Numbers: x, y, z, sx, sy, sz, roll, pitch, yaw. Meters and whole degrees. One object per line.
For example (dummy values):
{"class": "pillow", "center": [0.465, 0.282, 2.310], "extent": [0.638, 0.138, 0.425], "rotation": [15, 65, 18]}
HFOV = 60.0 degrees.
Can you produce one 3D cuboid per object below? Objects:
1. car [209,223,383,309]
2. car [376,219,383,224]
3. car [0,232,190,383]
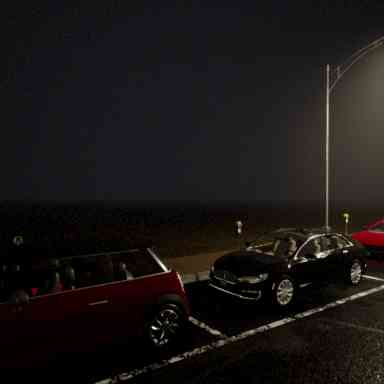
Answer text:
{"class": "car", "center": [2.395, 1.552, 7.797], "extent": [4.403, 1.369, 2.008], "rotation": [0, 1, -35]}
{"class": "car", "center": [6.902, 1.547, 11.012], "extent": [4.507, 1.381, 1.887], "rotation": [0, 1, -35]}
{"class": "car", "center": [-2.111, 1.440, 4.581], "extent": [4.097, 1.590, 1.967], "rotation": [0, 1, -35]}
